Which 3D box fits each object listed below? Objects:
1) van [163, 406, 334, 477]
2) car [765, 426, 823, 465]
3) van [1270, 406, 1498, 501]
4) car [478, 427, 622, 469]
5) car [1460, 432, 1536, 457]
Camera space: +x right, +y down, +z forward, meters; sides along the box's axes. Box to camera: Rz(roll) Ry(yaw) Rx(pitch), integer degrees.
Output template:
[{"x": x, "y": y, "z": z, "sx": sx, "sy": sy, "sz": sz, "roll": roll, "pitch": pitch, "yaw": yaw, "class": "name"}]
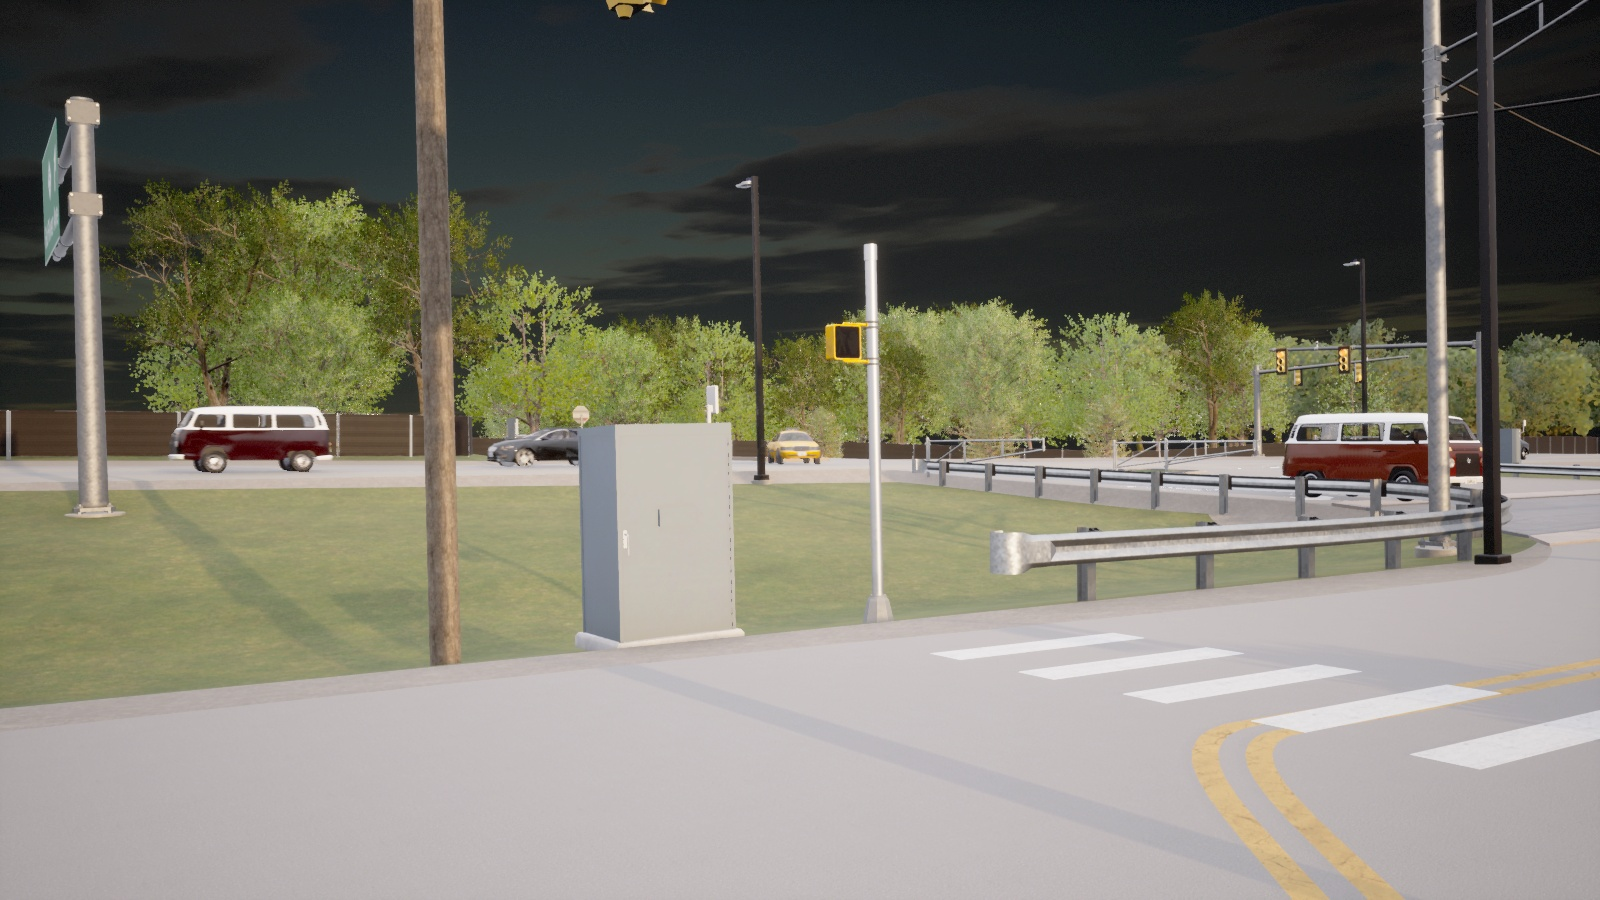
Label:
[{"x": -16.844, "y": -0.255, "z": 38.427, "sx": 4.480, "sy": 2.038, "sz": 2.069, "roll": 0, "pitch": 0, "yaw": -33, "class": "van"}, {"x": -0.319, "y": -0.193, "z": 53.558, "sx": 1.801, "sy": 1.575, "sz": 5.366, "roll": -1, "pitch": 0, "yaw": -8, "class": "car"}, {"x": 13.655, "y": 0.076, "z": 29.631, "sx": 2.069, "sy": 2.038, "sz": 4.480, "roll": 0, "pitch": 0, "yaw": -30, "class": "van"}, {"x": -9.408, "y": -0.095, "z": 47.469, "sx": 4.902, "sy": 1.511, "sz": 2.128, "roll": -1, "pitch": 0, "yaw": -36, "class": "car"}, {"x": 43.576, "y": -0.357, "z": 78.359, "sx": 4.902, "sy": 1.511, "sz": 2.128, "roll": 0, "pitch": 0, "yaw": -34, "class": "car"}]
